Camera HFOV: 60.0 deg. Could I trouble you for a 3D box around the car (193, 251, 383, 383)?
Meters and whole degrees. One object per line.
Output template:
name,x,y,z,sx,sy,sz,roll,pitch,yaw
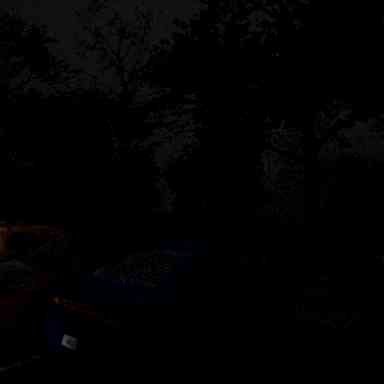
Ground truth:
car,2.345,1.484,4.081,2.097,1.535,5.008,-1,0,35

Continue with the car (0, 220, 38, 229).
car,-4.251,1.529,9.019,1.946,1.575,5.366,0,0,35

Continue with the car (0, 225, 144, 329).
car,-2.213,1.557,7.303,2.163,1.488,4.792,0,0,35

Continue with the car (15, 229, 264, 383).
car,0.073,1.510,5.702,2.097,1.535,5.008,0,0,35
